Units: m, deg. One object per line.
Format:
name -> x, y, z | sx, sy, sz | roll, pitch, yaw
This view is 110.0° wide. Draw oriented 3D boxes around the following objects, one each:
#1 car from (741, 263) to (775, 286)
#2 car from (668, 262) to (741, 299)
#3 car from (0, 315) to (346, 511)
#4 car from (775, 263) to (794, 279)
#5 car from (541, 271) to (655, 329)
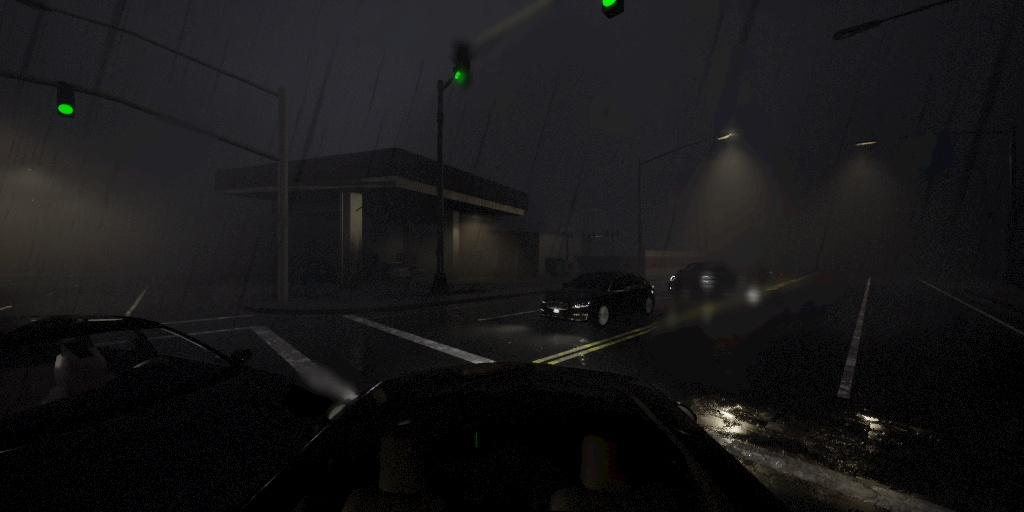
car -> 16.753, 1.314, 25.256 | 1.994, 1.385, 4.181 | 0, 0, 44
car -> 9.797, 1.102, 18.374 | 4.553, 1.767, 2.097 | 0, 0, -45
car -> -3.410, 1.242, 2.566 | 4.902, 1.511, 2.128 | 0, 0, 15
car -> 23.916, 1.314, 32.280 | 4.181, 1.385, 1.994 | 0, 0, -44
car -> 2.930, 1.255, 11.557 | 1.837, 1.490, 4.892 | 0, 0, 45
